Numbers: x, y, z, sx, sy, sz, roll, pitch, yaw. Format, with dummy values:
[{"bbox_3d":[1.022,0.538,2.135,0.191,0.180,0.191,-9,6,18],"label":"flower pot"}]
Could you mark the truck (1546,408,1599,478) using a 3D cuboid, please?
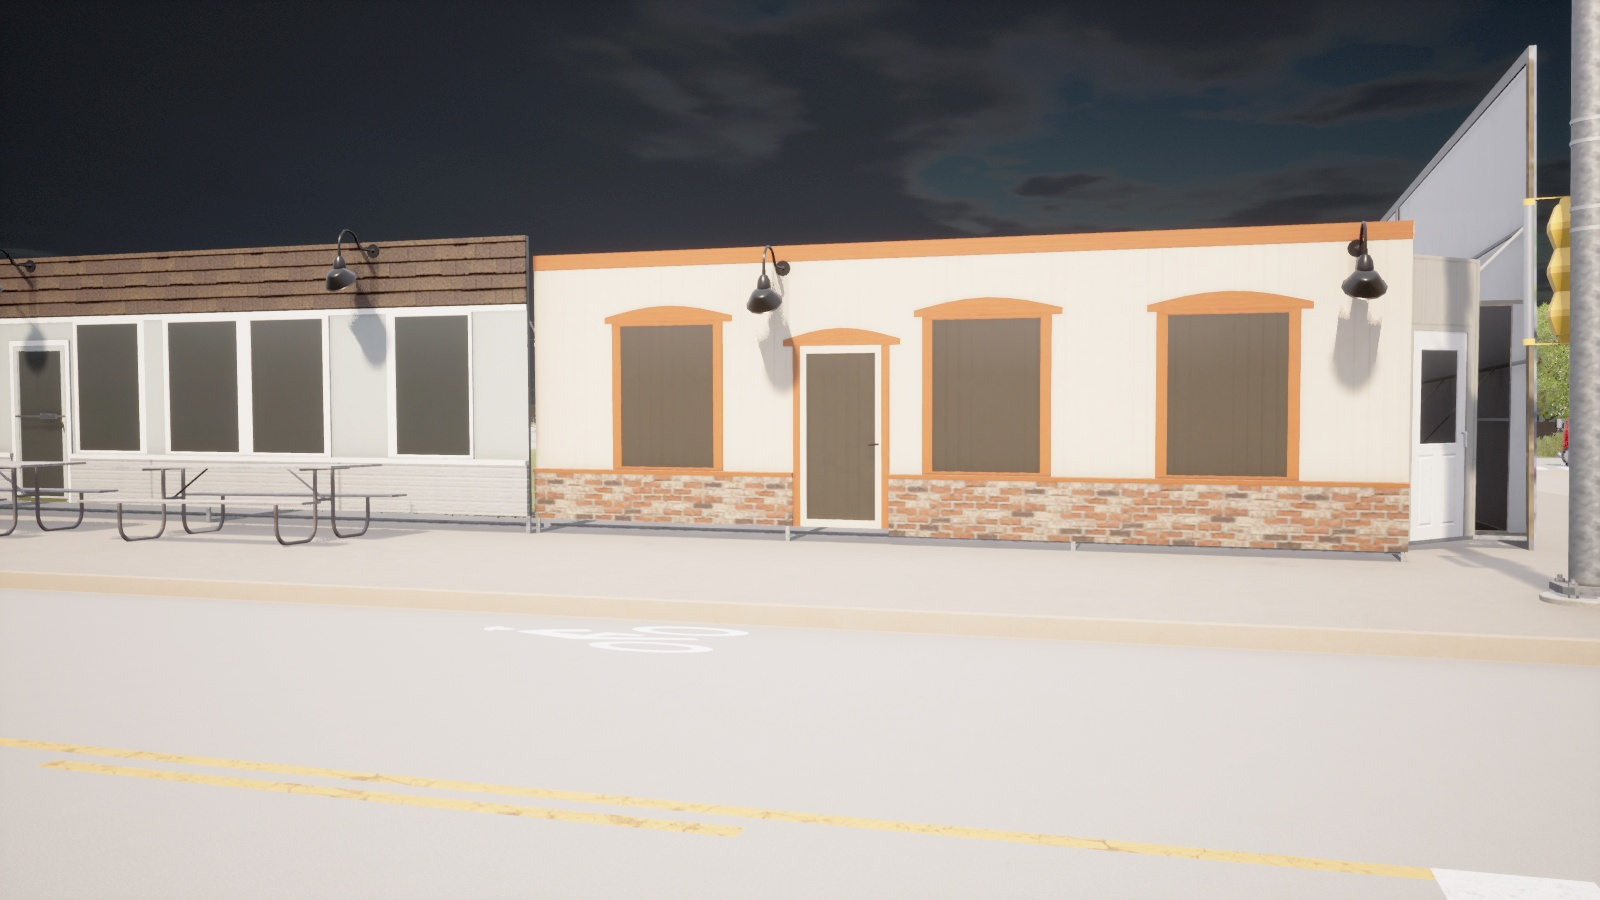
[{"bbox_3d":[30.009,-0.263,45.951,2.627,2.467,5.204,1,2,5],"label":"truck"}]
